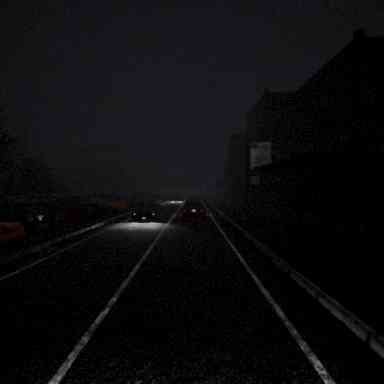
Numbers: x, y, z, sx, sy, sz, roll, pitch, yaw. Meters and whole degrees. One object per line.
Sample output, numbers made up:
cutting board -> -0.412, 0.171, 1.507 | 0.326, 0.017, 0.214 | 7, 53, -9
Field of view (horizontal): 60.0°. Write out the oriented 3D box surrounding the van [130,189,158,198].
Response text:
van -> -9.087, 0.857, 60.903 | 4.442, 1.987, 1.878 | 0, 1, 0

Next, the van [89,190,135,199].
van -> -9.261, 1.053, 38.574 | 4.442, 1.987, 1.878 | 0, 0, 0

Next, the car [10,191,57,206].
car -> -22.364, 0.955, 47.074 | 5.566, 2.045, 2.435 | 0, 0, 0

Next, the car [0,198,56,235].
car -> -9.523, 1.320, 16.248 | 4.553, 1.767, 2.185 | 0, 0, 0

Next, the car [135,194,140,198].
car -> -9.327, 1.285, 41.424 | 4.792, 1.488, 2.163 | 0, 0, 0

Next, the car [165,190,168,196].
car -> -8.865, 0.897, 80.385 | 5.366, 1.575, 1.946 | 0, 1, 0

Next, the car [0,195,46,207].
car -> -22.419, 1.229, 44.289 | 5.008, 1.535, 2.097 | 0, 0, 0

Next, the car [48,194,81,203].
car -> -22.275, 1.136, 58.213 | 4.792, 1.488, 2.163 | 0, 1, 0

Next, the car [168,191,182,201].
car -> -3.073, 1.013, 66.147 | 2.128, 1.511, 4.902 | 0, 1, 1

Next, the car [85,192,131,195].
car -> -9.369, 1.175, 35.855 | 4.553, 1.767, 2.185 | 0, 0, 0

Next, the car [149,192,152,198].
car -> -9.275, 1.160, 52.557 | 4.892, 1.521, 2.231 | 0, 1, 0

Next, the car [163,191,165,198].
car -> -9.097, 0.992, 74.821 | 4.674, 1.452, 2.002 | 0, 1, 0

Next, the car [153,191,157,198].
car -> -9.219, 1.110, 58.122 | 4.892, 1.521, 2.231 | 0, 1, 0

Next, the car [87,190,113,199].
car -> -22.159, 0.646, 80.490 | 5.566, 2.045, 2.435 | 0, 1, 0

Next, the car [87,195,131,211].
car -> -9.236, 1.320, 33.072 | 5.366, 1.575, 1.946 | 0, 0, 0

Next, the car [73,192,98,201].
car -> -22.186, 0.876, 69.351 | 4.553, 1.767, 2.185 | 0, 1, 0

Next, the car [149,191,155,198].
car -> -9.433, 1.131, 55.341 | 5.366, 1.575, 1.946 | 0, 1, 0

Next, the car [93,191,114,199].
car -> -22.077, 0.745, 83.276 | 4.553, 1.767, 2.185 | 0, 1, 0

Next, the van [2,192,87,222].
van -> -9.626, 1.180, 21.940 | 4.442, 1.987, 1.878 | 0, 0, 0

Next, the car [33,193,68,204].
car -> -22.380, 1.031, 52.644 | 4.553, 1.767, 2.185 | 0, 1, 0

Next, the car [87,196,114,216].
car -> -9.460, 1.365, 27.507 | 5.008, 1.535, 2.097 | 0, 0, 0

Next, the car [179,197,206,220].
car -> 0.132, 1.400, 26.611 | 2.033, 1.411, 5.357 | 0, 0, 0

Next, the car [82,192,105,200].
car -> -22.206, 0.825, 74.797 | 4.553, 1.767, 2.185 | 0, 1, 0

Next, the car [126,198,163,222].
car -> -3.319, 1.408, 25.597 | 2.033, 1.411, 5.357 | 0, 0, 0

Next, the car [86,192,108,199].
car -> -22.184, 0.799, 77.581 | 4.553, 1.767, 2.185 | 0, 1, 0

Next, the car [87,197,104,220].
car -> -9.493, 1.385, 24.724 | 5.008, 1.535, 2.097 | 0, 0, 0

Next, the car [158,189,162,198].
car -> -9.153, 0.806, 63.686 | 5.566, 2.045, 2.435 | 0, 1, 0

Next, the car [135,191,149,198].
car -> -9.260, 1.059, 49.771 | 4.553, 1.767, 2.185 | 0, 1, 0

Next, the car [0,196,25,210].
car -> -22.452, 1.276, 38.720 | 5.008, 1.535, 2.097 | 0, 0, 0

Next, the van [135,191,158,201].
van -> -9.044, 0.806, 66.344 | 4.442, 1.987, 1.878 | 0, 1, 0

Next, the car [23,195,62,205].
car -> -22.377, 1.183, 49.860 | 4.892, 1.521, 2.231 | 0, 0, 0

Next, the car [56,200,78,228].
car -> -9.537, 1.427, 19.157 | 4.892, 1.521, 2.231 | 0, 0, 0

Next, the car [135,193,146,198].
car -> -9.315, 1.248, 46.990 | 4.674, 1.452, 2.002 | 0, 0, 0

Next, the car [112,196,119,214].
car -> -9.446, 1.385, 30.291 | 4.674, 1.452, 2.002 | 0, 0, 0

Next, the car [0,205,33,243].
car -> -9.760, 1.461, 13.592 | 5.366, 1.575, 1.946 | 0, 0, 0

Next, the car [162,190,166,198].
car -> -9.102, 0.956, 77.604 | 4.792, 1.488, 2.163 | 0, 1, 0

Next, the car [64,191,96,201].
car -> -22.269, 0.778, 66.442 | 5.566, 2.045, 2.435 | 0, 1, 0
